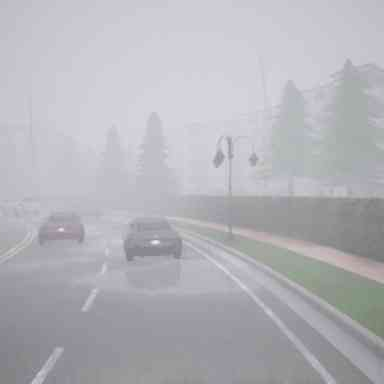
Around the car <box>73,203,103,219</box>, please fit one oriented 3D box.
[{"bbox_3d":[-10.023,1.703,30.722,2.033,1.411,5.357,0,0,-37],"label":"car"}]

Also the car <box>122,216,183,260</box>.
[{"bbox_3d":[-1.652,1.628,12.835,1.994,1.385,4.181,0,0,-13],"label":"car"}]

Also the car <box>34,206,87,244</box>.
[{"bbox_3d":[-6.454,1.649,16.636,1.994,1.385,4.181,0,0,-19],"label":"car"}]

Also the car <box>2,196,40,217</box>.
[{"bbox_3d":[-17.342,1.396,33.734,2.150,2.045,5.566,1,-1,-45],"label":"car"}]
